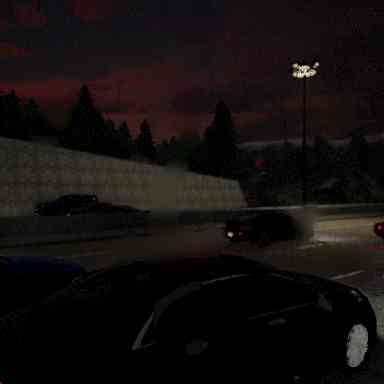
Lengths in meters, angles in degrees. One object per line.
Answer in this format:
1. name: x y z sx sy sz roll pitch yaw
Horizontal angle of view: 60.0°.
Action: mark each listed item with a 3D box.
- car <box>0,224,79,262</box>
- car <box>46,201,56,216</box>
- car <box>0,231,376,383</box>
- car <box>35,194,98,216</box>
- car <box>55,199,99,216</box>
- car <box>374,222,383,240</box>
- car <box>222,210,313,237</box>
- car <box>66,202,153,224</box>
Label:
1. car: -4.165 1.477 5.074 5.008 1.535 1.882 0 0 -36
2. car: -9.137 1.611 27.462 4.718 1.301 1.895 0 0 -35
3. car: 0.305 1.508 3.964 4.892 1.490 1.837 0 0 -36
4. car: -11.176 1.237 30.307 5.566 2.045 2.150 1 0 -35
5. car: -7.125 1.518 24.599 4.892 1.490 1.837 1 0 -35
6. car: 10.602 1.622 15.609 4.718 1.301 1.895 0 0 -35
7. car: 3.417 1.539 14.782 4.674 1.442 1.812 0 0 -36
8. car: -5.050 1.558 21.778 5.357 1.411 2.033 0 0 -35
